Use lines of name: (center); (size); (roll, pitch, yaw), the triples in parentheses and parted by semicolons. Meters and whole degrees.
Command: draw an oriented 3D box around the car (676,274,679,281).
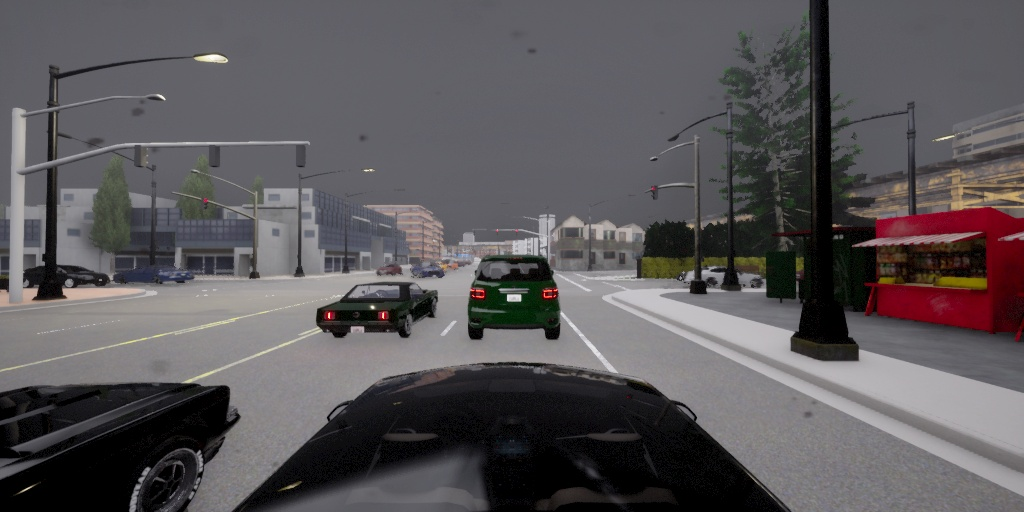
car: (14.745, 1.448, 27.112); (4.181, 1.385, 1.994); (0, -1, 0)

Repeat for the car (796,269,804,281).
car: (23.242, 1.409, 27.045); (4.674, 1.442, 1.812); (0, -1, 1)

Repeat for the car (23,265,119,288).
car: (-29.644, 1.344, 23.742); (4.892, 1.490, 1.837); (0, -1, 1)

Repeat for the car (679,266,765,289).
car: (13.865, 1.360, 23.458); (4.674, 1.442, 1.812); (0, -1, 1)

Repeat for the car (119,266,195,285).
car: (-26.947, 1.431, 27.015); (5.357, 1.411, 2.033); (0, -1, 7)

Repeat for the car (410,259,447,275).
car: (-8.634, 1.362, 36.413); (2.097, 1.767, 4.553); (1, -1, -31)

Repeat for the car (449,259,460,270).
car: (-10.614, 1.510, 61.550); (2.097, 1.767, 4.553); (0, 0, 0)

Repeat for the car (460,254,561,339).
car: (0.059, 0.986, 10.224); (2.150, 2.045, 5.566); (0, 0, 0)

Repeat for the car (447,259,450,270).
car: (-10.631, 1.627, 51.585); (1.882, 1.535, 5.008); (0, 0, 0)

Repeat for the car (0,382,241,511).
car: (-3.402, 1.351, 1.100); (1.895, 1.301, 4.718); (0, 0, 0)

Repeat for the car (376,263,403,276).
car: (-14.139, 1.592, 41.658); (1.812, 1.442, 4.674); (0, 0, 1)

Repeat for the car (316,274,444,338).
car: (-3.438, 1.368, 10.240); (1.895, 1.301, 4.718); (0, 0, 0)
